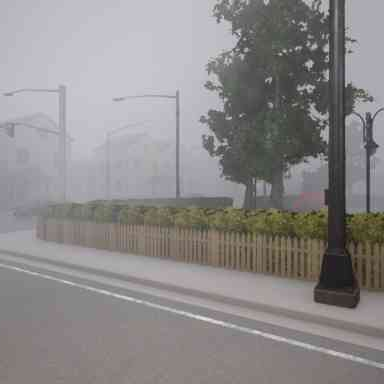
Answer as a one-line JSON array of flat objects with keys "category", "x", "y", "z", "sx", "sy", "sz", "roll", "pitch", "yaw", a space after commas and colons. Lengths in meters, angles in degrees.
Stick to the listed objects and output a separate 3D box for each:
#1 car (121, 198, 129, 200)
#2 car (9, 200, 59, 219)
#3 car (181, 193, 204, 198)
[{"category": "car", "x": -7.720, "y": 1.478, "z": 37.553, "sx": 1.882, "sy": 1.535, "sz": 5.008, "roll": 0, "pitch": 0, "yaw": 35}, {"category": "car", "x": -13.428, "y": 1.491, "z": 29.345, "sx": 2.128, "sy": 1.511, "sz": 4.902, "roll": 0, "pitch": 0, "yaw": 35}, {"category": "car", "x": -0.155, "y": 1.218, "z": 48.410, "sx": 2.150, "sy": 2.045, "sz": 5.566, "roll": 0, "pitch": 0, "yaw": 35}]
